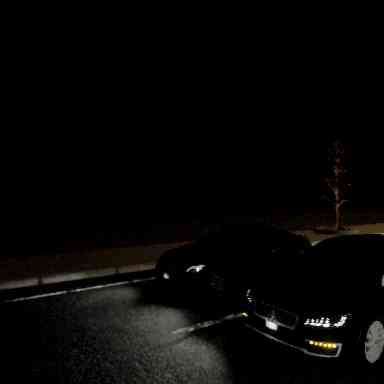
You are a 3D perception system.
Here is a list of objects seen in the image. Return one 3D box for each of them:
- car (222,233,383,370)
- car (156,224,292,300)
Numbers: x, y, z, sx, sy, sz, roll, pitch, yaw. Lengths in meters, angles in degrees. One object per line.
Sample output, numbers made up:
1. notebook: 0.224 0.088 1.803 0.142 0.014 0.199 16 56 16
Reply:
1. car: 3.036 1.569 5.897 4.892 1.490 1.837 1 0 -36
2. car: 1.320 1.590 8.666 4.674 1.442 1.812 1 0 -36
